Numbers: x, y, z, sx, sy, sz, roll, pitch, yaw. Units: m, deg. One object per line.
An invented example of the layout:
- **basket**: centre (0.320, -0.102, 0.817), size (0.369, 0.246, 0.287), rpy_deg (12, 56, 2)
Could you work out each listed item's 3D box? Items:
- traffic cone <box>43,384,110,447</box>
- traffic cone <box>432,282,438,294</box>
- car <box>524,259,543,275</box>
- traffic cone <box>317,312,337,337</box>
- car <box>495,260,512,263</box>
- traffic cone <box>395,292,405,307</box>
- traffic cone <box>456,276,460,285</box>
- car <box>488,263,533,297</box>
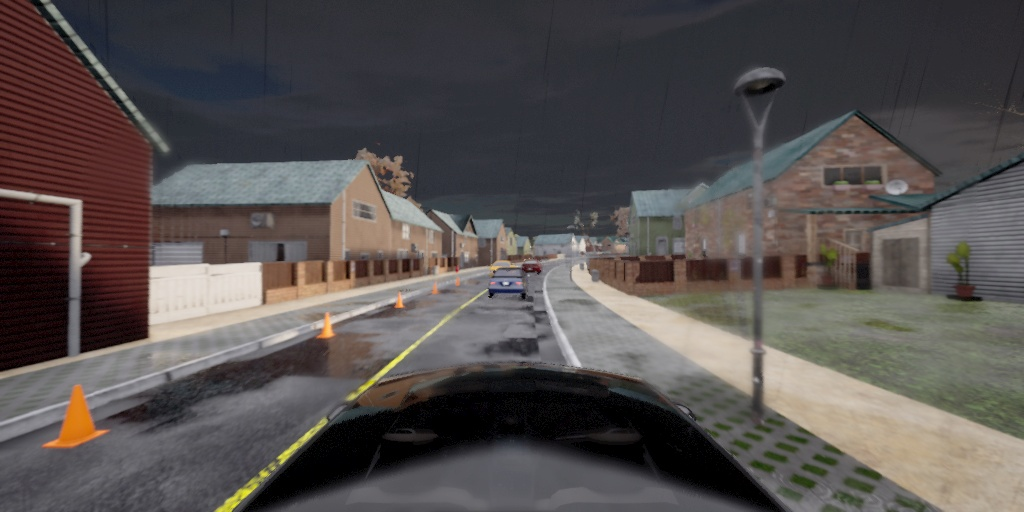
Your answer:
- **traffic cone**: centre (-4.723, 1.696, 3.900), size (0.340, 0.580, 0.340), rpy_deg (0, 0, 1)
- **traffic cone**: centre (-4.068, 1.685, 19.038), size (0.340, 0.580, 0.340), rpy_deg (0, 0, 4)
- **car**: centre (2.139, 1.103, 37.871), size (1.882, 1.535, 5.008), rpy_deg (0, 0, 9)
- **traffic cone**: centre (-4.610, 1.697, 8.949), size (0.340, 0.580, 0.340), rpy_deg (0, 0, 2)
- **car**: centre (-0.807, 1.156, 30.833), size (1.882, 1.535, 5.008), rpy_deg (0, 0, 5)
- **traffic cone**: centre (-4.391, 1.694, 13.996), size (0.340, 0.580, 0.340), rpy_deg (0, 0, 3)
- **traffic cone**: centre (-3.640, 1.668, 24.070), size (0.340, 0.580, 0.340), rpy_deg (0, 0, 5)
- **car**: centre (-0.098, 1.282, 18.609), size (2.033, 1.411, 5.357), rpy_deg (0, 0, 4)
